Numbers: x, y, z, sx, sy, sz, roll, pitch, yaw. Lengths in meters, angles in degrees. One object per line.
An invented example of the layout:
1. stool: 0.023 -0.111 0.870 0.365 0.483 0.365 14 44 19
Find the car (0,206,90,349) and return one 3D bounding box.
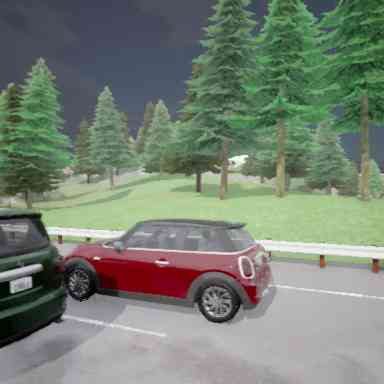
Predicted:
1. car: -4.554 1.228 5.109 5.566 2.045 2.150 0 0 23

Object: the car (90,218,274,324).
1. car: -0.643 1.360 7.217 4.553 1.767 2.097 0 0 24
